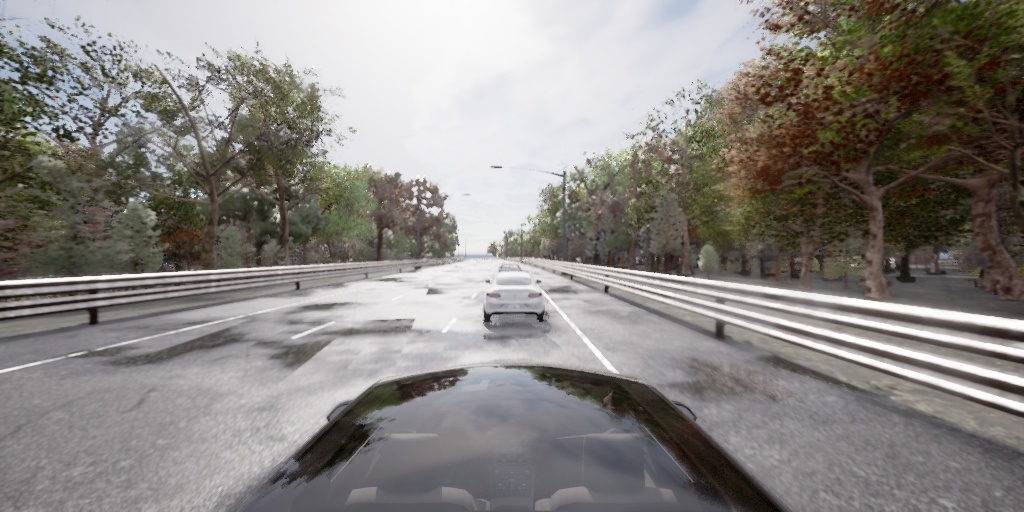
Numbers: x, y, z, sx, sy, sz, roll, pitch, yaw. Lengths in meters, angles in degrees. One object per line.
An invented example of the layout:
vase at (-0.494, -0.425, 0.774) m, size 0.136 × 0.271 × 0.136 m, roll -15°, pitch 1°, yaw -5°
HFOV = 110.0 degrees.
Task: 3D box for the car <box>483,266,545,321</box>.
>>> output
car at (0.048, 1.237, 12.190) m, size 1.812 × 1.442 × 4.674 m, roll 0°, pitch 0°, yaw 0°

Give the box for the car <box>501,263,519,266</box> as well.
car at (-0.174, 1.250, 29.593) m, size 1.895 × 1.301 × 4.718 m, roll 0°, pitch 0°, yaw -1°
